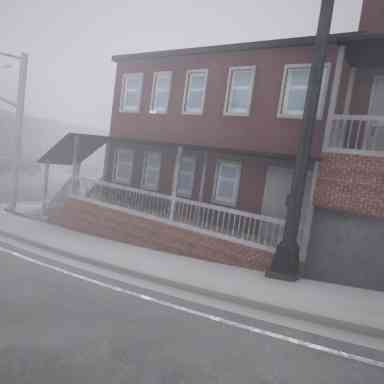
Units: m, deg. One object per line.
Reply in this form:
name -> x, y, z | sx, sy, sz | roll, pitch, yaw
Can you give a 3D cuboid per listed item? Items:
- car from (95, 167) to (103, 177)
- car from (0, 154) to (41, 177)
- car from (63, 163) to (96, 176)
car -> -9.977, -2.495, 44.640 | 1.882, 1.535, 5.008 | 11, 6, 35
car -> -18.031, -2.756, 33.395 | 2.150, 2.045, 5.566 | 11, 7, 36
car -> -14.655, -3.034, 44.067 | 1.837, 1.490, 4.892 | 12, 7, 35
